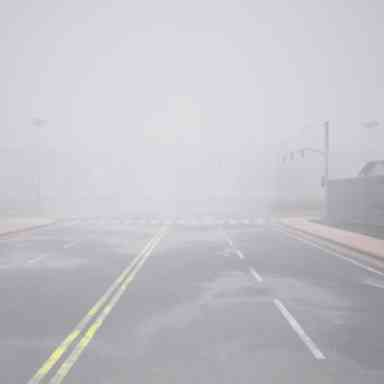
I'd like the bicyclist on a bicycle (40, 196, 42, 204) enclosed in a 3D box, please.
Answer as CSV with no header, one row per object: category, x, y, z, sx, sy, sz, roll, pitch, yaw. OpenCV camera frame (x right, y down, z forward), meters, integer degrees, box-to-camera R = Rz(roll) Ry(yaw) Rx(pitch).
bicyclist on a bicycle,-28.433,1.432,62.119,0.582,1.620,1.656,0,0,-2
